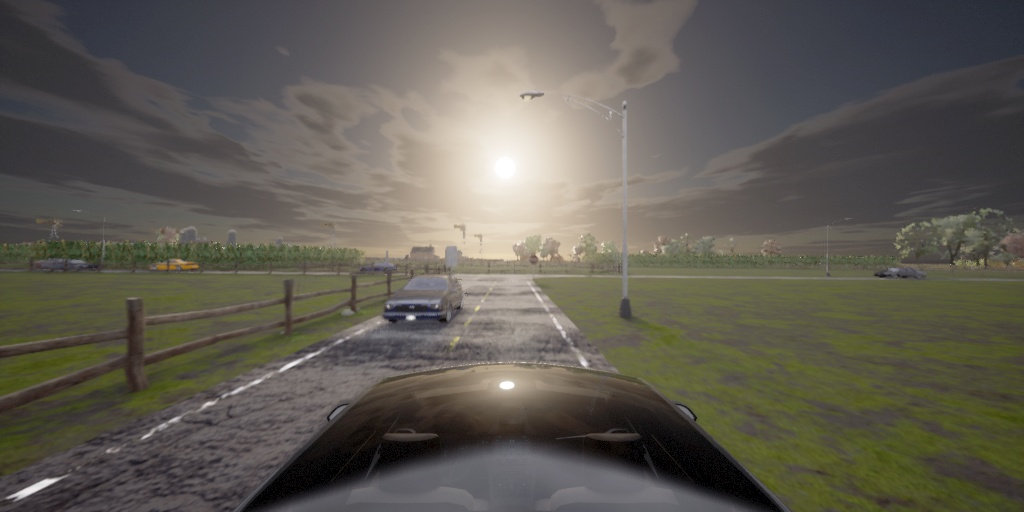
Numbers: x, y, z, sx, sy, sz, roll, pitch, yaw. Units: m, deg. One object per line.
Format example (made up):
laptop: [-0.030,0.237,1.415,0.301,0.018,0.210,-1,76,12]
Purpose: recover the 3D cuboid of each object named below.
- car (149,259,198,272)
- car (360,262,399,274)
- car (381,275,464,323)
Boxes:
car: [-42.471,1.148,45.007,5.008,1.535,1.882,1,-1,0]
car: [-16.669,1.461,45.093,4.674,1.442,1.812,1,-1,0]
car: [-2.851,1.381,12.788,2.033,1.411,5.357,0,0,0]
